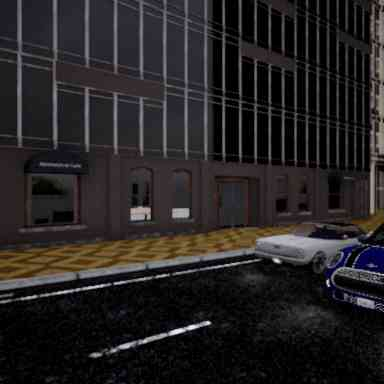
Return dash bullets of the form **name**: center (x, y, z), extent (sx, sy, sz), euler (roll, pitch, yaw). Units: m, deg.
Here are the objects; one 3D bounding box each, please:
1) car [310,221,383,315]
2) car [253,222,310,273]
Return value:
- **car**: center (4.901, 1.392, 7.222), extent (4.553, 1.767, 2.097), euler (0, 0, -36)
- **car**: center (4.189, 1.648, 10.711), extent (4.718, 1.301, 1.895), euler (0, 0, -36)
